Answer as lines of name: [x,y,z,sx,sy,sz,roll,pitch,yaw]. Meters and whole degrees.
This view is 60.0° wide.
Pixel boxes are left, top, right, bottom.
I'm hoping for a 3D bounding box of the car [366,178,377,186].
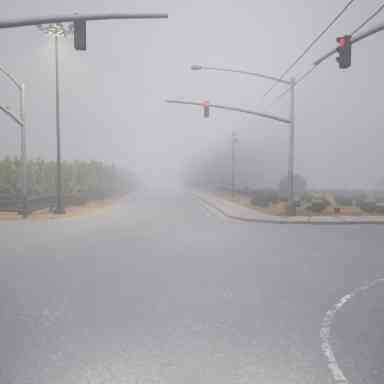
car: [42.112,-2.324,77.653,1.905,1.878,3.866,10,10,41]
